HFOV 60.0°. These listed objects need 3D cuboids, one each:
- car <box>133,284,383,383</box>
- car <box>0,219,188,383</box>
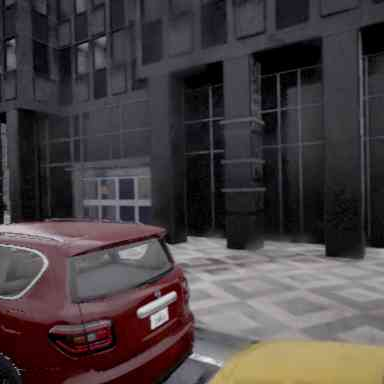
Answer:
[{"bbox_3d":[2.178,1.437,1.685,4.829,1.417,1.752,-1,1,31],"label":"car"},{"bbox_3d":[-2.361,1.308,4.364,5.009,1.841,2.192,-1,1,31],"label":"car"}]
